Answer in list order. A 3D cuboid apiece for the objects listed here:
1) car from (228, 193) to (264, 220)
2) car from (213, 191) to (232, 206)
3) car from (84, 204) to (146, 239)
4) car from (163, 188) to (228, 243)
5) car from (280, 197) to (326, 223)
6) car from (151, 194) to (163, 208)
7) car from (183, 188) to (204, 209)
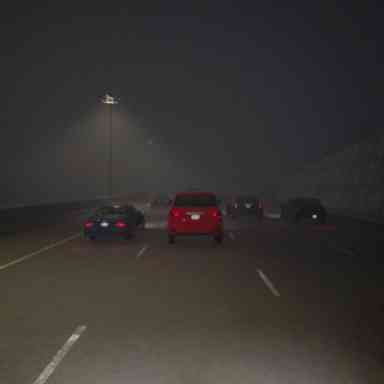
[{"bbox_3d":[3.646,0.926,23.655,2.097,1.767,4.553,0,1,0],"label":"car"},{"bbox_3d":[3.682,0.744,40.748,1.882,1.535,5.008,0,1,0],"label":"car"},{"bbox_3d":[-3.370,1.268,15.369,2.033,1.411,5.357,0,1,0],"label":"car"},{"bbox_3d":[0.128,0.954,14.688,2.150,2.045,5.566,0,1,0],"label":"car"},{"bbox_3d":[7.144,1.114,21.782,1.837,1.490,4.892,0,1,0],"label":"car"},{"bbox_3d":[-3.327,0.897,36.017,2.033,1.411,5.357,0,1,0],"label":"car"},{"bbox_3d":[0.172,0.574,35.890,2.150,2.045,5.566,0,1,0],"label":"car"}]
